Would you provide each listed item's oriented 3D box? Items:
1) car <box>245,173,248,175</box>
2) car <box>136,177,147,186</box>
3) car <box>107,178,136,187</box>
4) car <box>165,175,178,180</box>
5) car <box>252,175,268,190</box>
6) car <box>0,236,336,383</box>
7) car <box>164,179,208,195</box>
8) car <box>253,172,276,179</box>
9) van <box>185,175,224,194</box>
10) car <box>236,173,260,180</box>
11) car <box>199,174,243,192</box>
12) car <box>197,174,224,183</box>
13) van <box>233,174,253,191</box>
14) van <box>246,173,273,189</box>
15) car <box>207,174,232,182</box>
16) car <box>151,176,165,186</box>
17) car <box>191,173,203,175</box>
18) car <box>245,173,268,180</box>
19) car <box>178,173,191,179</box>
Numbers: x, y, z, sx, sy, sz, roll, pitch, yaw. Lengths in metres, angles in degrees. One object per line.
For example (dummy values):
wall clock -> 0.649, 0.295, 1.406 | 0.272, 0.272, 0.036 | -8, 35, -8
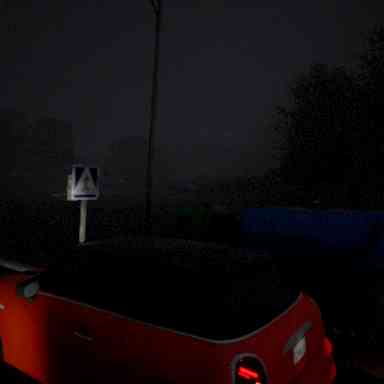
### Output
car -> 10.578, -3.403, 75.071 | 5.008, 1.535, 2.097 | 2, 5, 32
car -> -10.229, -1.797, 58.776 | 4.792, 1.488, 2.163 | 2, 5, 32
car -> -12.571, -1.612, 56.971 | 4.674, 1.452, 2.002 | 2, 5, 32
car -> -5.648, -2.151, 62.439 | 4.792, 1.488, 2.163 | 2, 6, 32
car -> 8.824, -1.274, 51.745 | 4.553, 1.767, 2.185 | 4, 7, 33
car -> -0.815, 1.335, 4.049 | 4.553, 1.767, 2.097 | 0, 0, 36
car -> -0.824, -0.458, 44.672 | 5.008, 1.535, 2.097 | 4, 7, 34
car -> 17.539, -3.923, 80.438 | 5.008, 1.535, 2.097 | 2, 6, 32
van -> 1.695, -0.847, 46.349 | 4.442, 1.987, 1.878 | 4, 7, 34
car -> 12.902, -3.575, 76.855 | 4.892, 1.521, 2.231 | 2, 6, 32
car -> 3.987, -1.054, 48.188 | 5.566, 2.045, 2.435 | 4, 8, 34
car -> 3.799, -2.877, 69.569 | 5.366, 1.575, 1.946 | 2, 5, 32
van -> 6.331, -1.206, 50.007 | 4.442, 1.987, 1.878 | 4, 8, 34
van -> 11.367, -1.537, 53.428 | 4.442, 1.987, 1.878 | 4, 7, 33
car -> 5.949, -3.055, 71.475 | 5.008, 1.535, 2.097 | 2, 5, 32
car -> -7.916, -2.127, 60.575 | 4.553, 1.767, 2.185 | 2, 6, 32
car -> -0.989, -2.532, 66.061 | 5.008, 1.535, 2.097 | 2, 5, 32
car -> 15.220, -3.748, 78.644 | 4.892, 1.521, 2.231 | 2, 6, 32
car -> -3.281, -2.479, 64.210 | 4.553, 1.767, 2.185 | 2, 6, 32
